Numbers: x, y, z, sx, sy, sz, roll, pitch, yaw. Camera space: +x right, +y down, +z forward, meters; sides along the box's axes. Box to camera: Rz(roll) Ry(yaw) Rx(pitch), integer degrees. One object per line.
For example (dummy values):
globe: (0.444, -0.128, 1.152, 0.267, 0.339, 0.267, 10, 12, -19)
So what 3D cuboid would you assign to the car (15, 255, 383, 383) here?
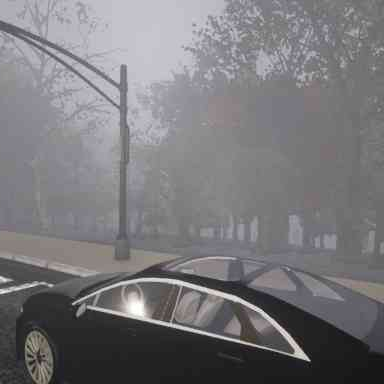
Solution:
car: (-0.017, 1.491, 3.712, 4.902, 1.511, 2.128, 0, 0, 34)
